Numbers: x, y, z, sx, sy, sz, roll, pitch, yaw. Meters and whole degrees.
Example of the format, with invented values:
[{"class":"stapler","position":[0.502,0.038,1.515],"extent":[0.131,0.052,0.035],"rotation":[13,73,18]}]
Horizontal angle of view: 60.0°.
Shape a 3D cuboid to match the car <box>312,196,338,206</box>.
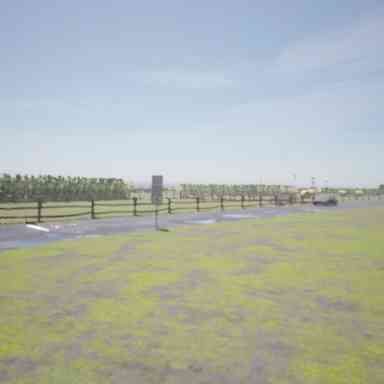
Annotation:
[{"class":"car","position":[19.126,1.244,47.527],"extent":[2.033,1.411,5.357],"rotation":[2,2,44]}]
